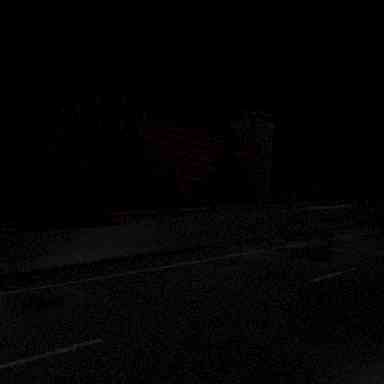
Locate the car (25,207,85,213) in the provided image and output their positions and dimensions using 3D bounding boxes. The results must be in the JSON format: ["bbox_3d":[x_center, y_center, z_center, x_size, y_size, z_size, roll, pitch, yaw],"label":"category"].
[{"bbox_3d":[-6.521,1.509,16.538,5.357,1.411,2.033,-1,1,-35],"label":"car"}]

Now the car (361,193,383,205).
[{"bbox_3d":[23.326,0.876,42.109,4.902,1.511,2.128,-1,1,-35],"label":"car"}]

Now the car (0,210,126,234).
[{"bbox_3d":[-4.953,1.570,13.357,4.718,1.301,1.895,-1,1,-35],"label":"car"}]

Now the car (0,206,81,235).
[{"bbox_3d":[-9.023,1.570,19.051,4.718,1.301,1.895,-1,1,-35],"label":"car"}]
